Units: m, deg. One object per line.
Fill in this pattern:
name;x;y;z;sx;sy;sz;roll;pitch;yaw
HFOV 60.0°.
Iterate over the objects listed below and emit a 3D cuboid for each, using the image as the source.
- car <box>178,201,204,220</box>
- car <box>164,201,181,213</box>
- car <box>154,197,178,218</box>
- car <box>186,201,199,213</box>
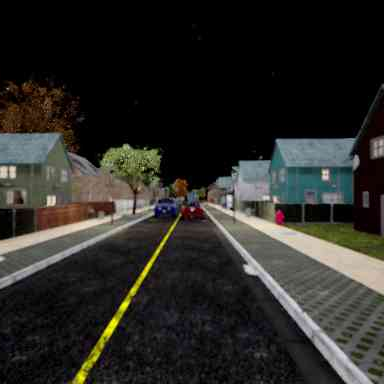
car;0.043;1.683;32.147;2.097;1.767;4.553;0;-1;0
car;-2.700;2.031;47.098;2.128;1.511;4.902;0;-1;0
car;-2.713;1.591;35.272;2.150;2.045;5.566;0;-1;0
car;0.097;2.038;46.358;1.812;1.442;4.674;0;-1;1
